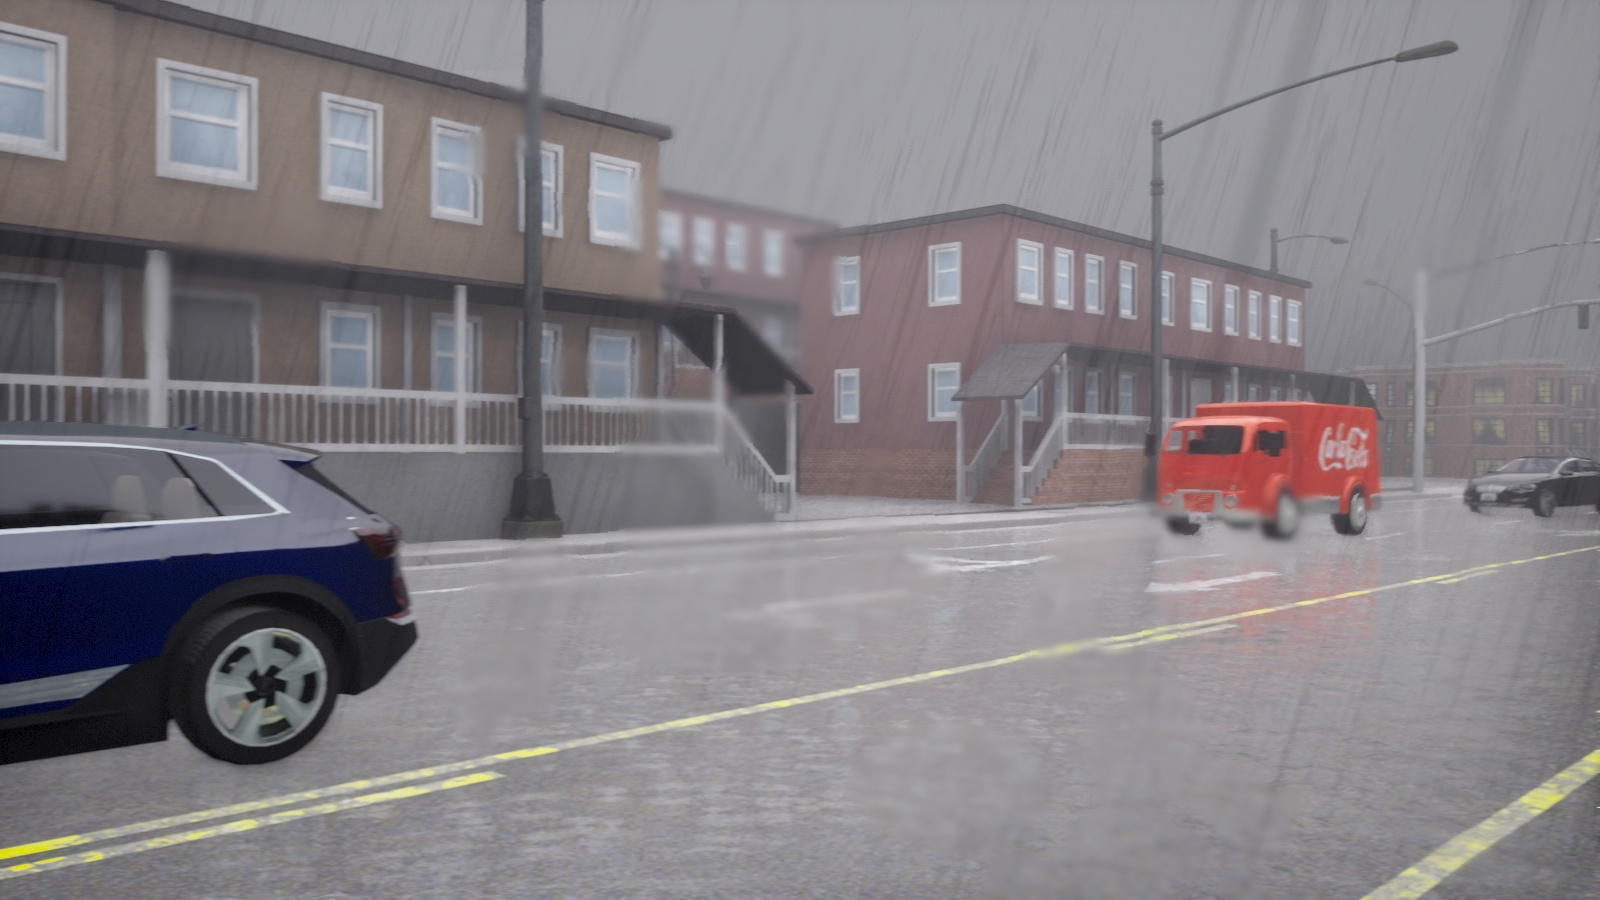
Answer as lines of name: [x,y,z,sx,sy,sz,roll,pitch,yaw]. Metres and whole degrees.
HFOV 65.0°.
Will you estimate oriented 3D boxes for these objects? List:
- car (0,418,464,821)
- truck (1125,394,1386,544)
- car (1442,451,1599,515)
car: [-4.208,0.694,5.638,2.033,1.649,4.856,0,0,45]
truck: [8.585,0.322,23.405,2.627,2.467,5.204,0,0,45]
car: [18.841,0.784,32.010,4.902,1.511,2.128,0,0,-31]
